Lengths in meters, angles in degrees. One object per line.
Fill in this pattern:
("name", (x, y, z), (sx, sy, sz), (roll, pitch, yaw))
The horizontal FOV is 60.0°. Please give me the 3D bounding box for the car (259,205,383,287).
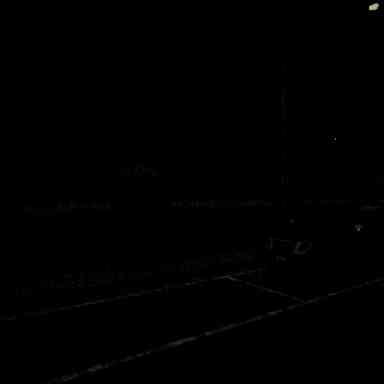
("car", (4.189, 1.313, 9.519), (5.009, 1.841, 2.192), (0, 0, -35))
